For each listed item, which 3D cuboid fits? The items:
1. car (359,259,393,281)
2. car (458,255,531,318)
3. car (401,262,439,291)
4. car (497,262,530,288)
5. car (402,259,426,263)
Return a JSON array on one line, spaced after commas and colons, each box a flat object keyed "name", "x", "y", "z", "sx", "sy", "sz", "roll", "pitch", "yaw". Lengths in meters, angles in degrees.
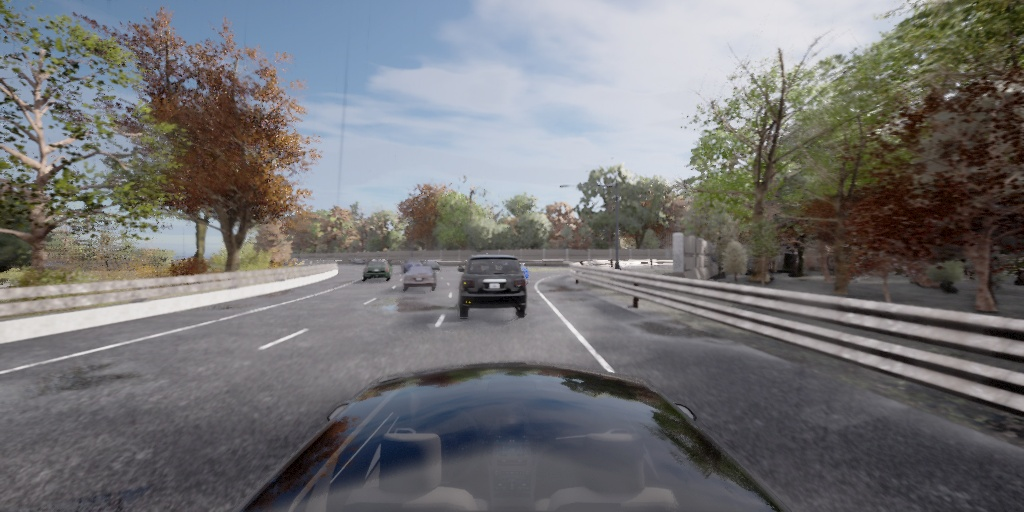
[{"name": "car", "x": -11.262, "y": 1.134, "z": 30.358, "sx": 2.097, "sy": 1.767, "sz": 4.553, "roll": 0, "pitch": 0, "yaw": -15}, {"name": "car", "x": -0.799, "y": 0.972, "z": 13.194, "sx": 2.150, "sy": 2.045, "sz": 5.566, "roll": 0, "pitch": 0, "yaw": -6}, {"name": "car", "x": -5.590, "y": 1.313, "z": 22.142, "sx": 2.033, "sy": 1.411, "sz": 5.357, "roll": 0, "pitch": 0, "yaw": -11}, {"name": "car", "x": 0.238, "y": 1.223, "z": 24.950, "sx": 1.882, "sy": 1.535, "sz": 5.008, "roll": 0, "pitch": 0, "yaw": 5}, {"name": "car", "x": -12.015, "y": 1.135, "z": 42.879, "sx": 2.097, "sy": 1.767, "sz": 4.553, "roll": 0, "pitch": 0, "yaw": -22}]
